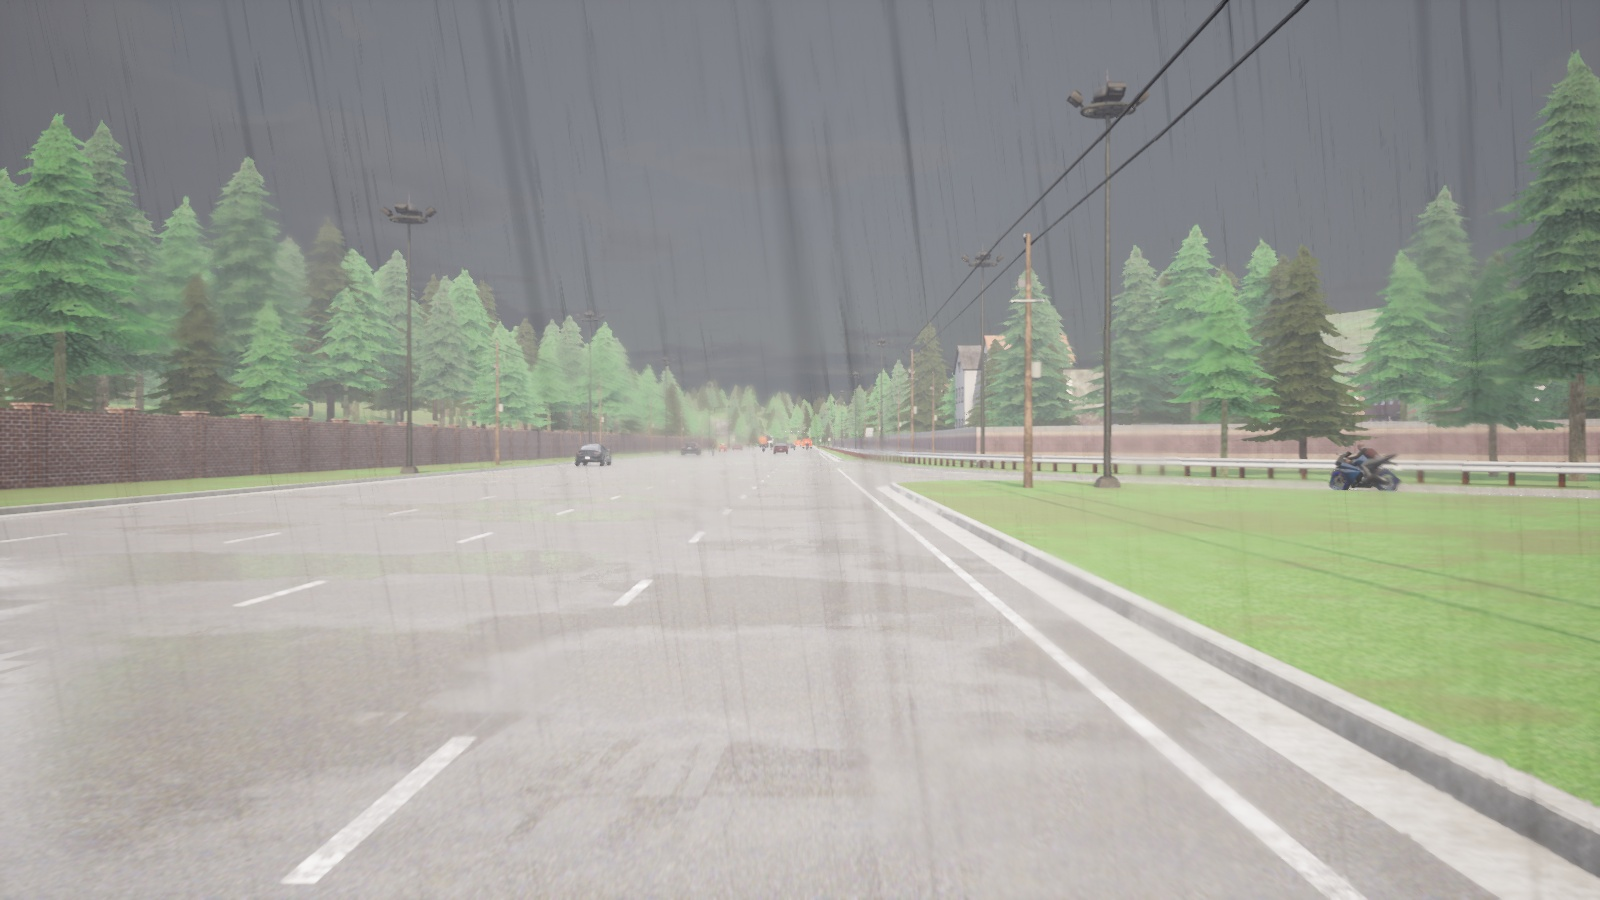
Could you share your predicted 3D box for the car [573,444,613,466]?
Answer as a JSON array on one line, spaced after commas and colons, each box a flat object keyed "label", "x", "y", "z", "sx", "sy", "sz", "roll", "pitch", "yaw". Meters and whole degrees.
[{"label": "car", "x": -13.516, "y": 0.298, "z": 82.263, "sx": 1.812, "sy": 1.442, "sz": 4.674, "roll": 0, "pitch": 0, "yaw": 0}]

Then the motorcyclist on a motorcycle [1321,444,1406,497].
[{"label": "motorcyclist on a motorcycle", "x": 16.780, "y": 0.584, "z": 37.455, "sx": 0.866, "sy": 1.530, "sz": 2.191, "roll": 0, "pitch": 0, "yaw": -34}]
